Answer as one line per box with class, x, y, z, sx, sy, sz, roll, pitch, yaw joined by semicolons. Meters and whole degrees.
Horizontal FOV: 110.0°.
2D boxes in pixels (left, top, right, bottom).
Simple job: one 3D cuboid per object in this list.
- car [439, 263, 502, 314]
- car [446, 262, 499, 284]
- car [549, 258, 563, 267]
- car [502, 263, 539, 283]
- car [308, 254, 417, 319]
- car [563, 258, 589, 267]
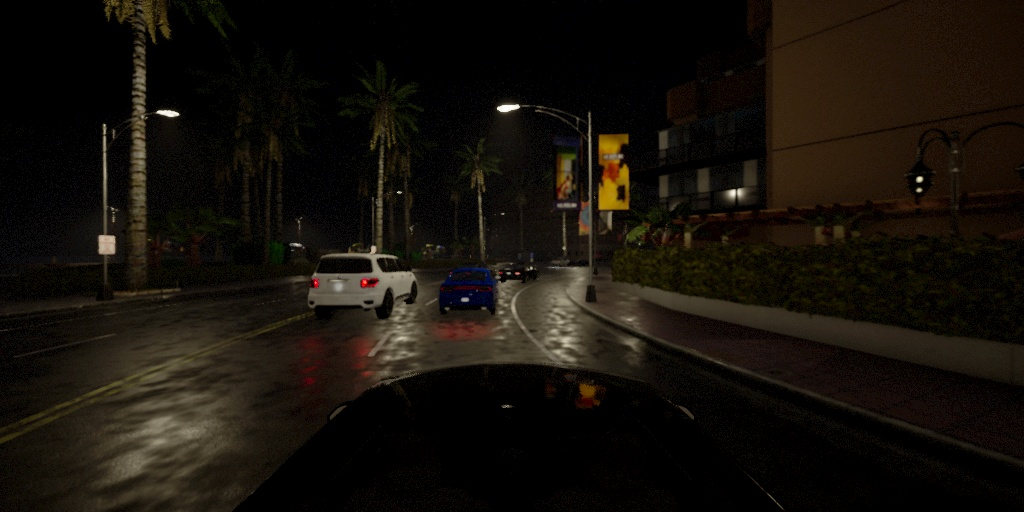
car;-1.494;1.193;13.670;1.882;1.535;5.008;0;0;-1
car;-2.850;1.222;27.394;2.033;1.411;5.357;0;0;18
car;8.067;1.055;59.420;1.812;1.442;4.674;0;0;43
car;0.568;1.212;26.617;2.033;1.411;5.357;0;0;18
car;-5.005;0.948;12.859;2.150;2.045;5.566;0;0;-2
car;10.504;1.094;56.874;1.994;1.385;4.181;0;0;43
